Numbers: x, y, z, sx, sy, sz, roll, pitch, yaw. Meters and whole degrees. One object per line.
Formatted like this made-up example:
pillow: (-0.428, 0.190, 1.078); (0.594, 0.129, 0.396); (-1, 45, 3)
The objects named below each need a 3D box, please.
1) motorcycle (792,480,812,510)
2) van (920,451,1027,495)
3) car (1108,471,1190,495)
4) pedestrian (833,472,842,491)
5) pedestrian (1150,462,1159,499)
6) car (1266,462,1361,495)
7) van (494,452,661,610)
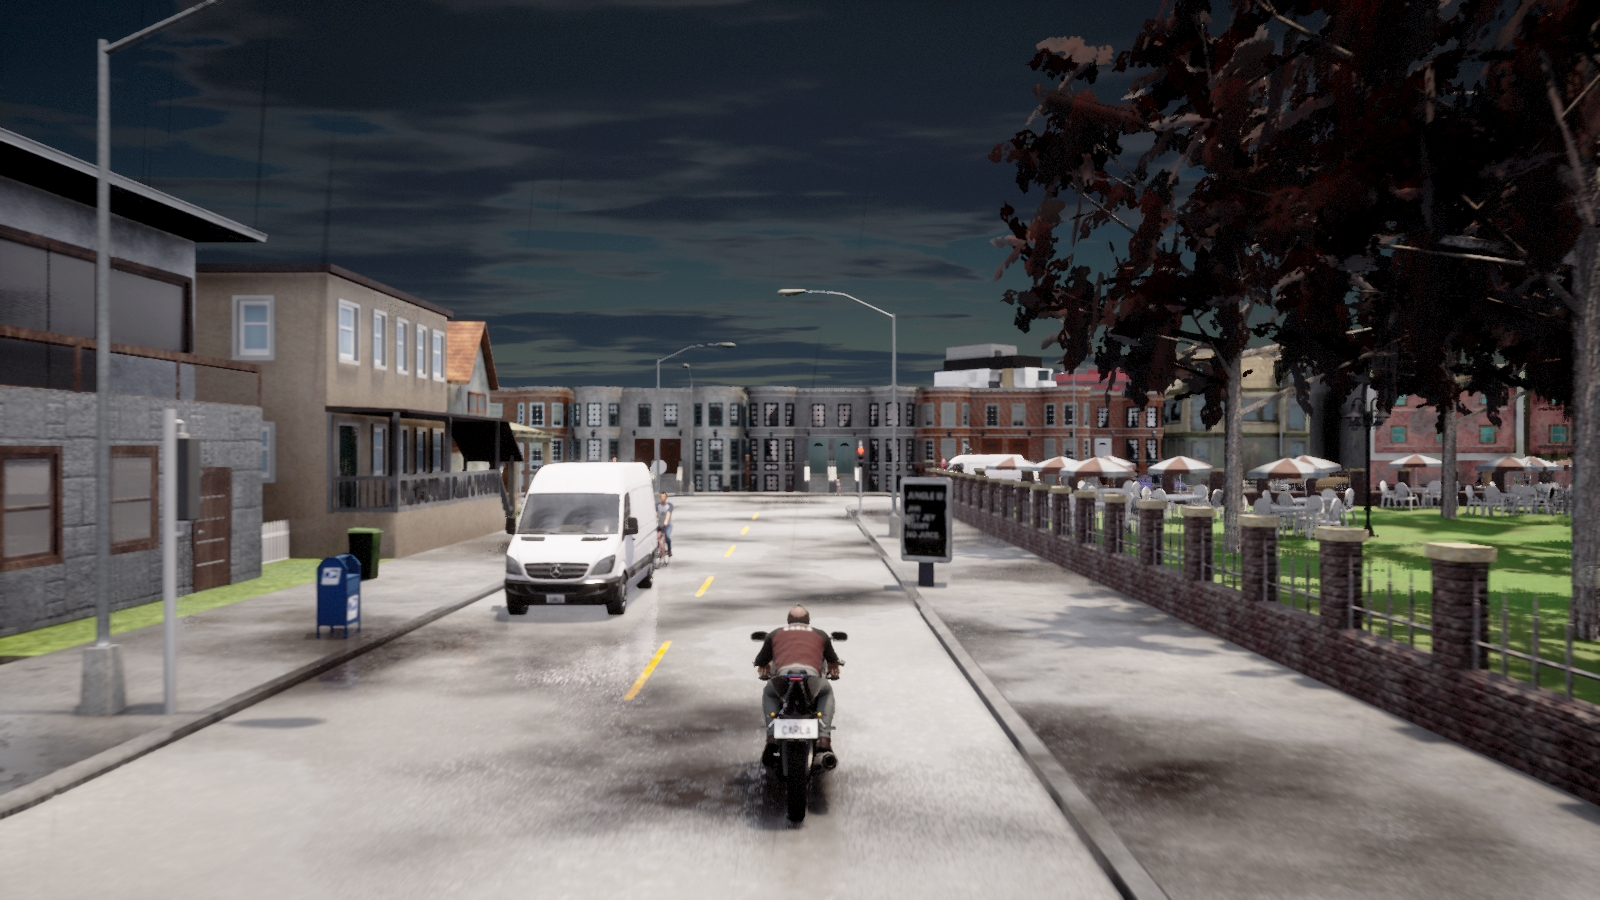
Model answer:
motorcycle: (0.079, 1.989, 51.154); (0.867, 1.251, 2.209); (0, 0, 1)
van: (10.058, 1.321, 66.471); (5.915, 2.561, 1.988); (0, 0, 0)
car: (20.249, 1.904, 66.432); (4.181, 1.385, 1.994); (0, 0, 0)
pedestrian: (2.293, 1.910, 69.127); (0.500, 1.100, 0.500); (0, 0, 6)
pedestrian: (17.904, 1.521, 57.689); (0.375, 1.860, 0.375); (0, 0, 1)
car: (29.713, 1.651, 66.215); (4.605, 1.855, 1.932); (0, 0, 2)
van: (-3.964, 1.316, 21.461); (1.988, 2.561, 5.915); (0, 0, 0)
